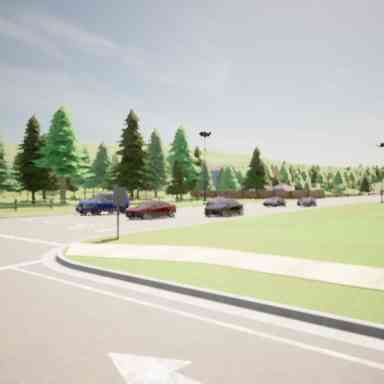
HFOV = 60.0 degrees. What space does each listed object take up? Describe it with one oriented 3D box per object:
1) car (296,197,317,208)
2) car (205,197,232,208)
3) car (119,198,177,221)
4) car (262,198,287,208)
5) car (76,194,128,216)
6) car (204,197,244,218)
[{"bbox_3d":[17.072,1.470,49.453,2.128,1.511,4.902,0,0,37],"label":"car"},{"bbox_3d":[3.950,1.488,49.370,1.812,1.442,4.674,0,0,36],"label":"car"},{"bbox_3d":[-3.325,1.450,27.618,1.882,1.535,5.008,0,0,36],"label":"car"},{"bbox_3d":[12.173,1.520,48.733,2.033,1.411,5.357,0,0,37],"label":"car"},{"bbox_3d":[-8.503,1.183,32.394,2.150,2.045,5.566,0,0,36],"label":"car"},{"bbox_3d":[2.997,1.455,30.326,1.882,1.535,5.008,0,0,36],"label":"car"}]
